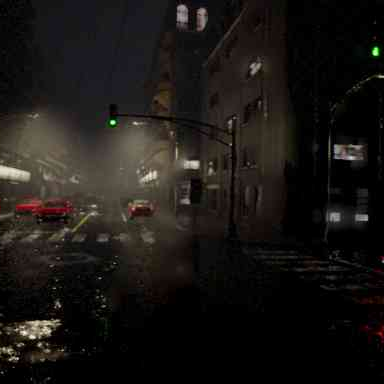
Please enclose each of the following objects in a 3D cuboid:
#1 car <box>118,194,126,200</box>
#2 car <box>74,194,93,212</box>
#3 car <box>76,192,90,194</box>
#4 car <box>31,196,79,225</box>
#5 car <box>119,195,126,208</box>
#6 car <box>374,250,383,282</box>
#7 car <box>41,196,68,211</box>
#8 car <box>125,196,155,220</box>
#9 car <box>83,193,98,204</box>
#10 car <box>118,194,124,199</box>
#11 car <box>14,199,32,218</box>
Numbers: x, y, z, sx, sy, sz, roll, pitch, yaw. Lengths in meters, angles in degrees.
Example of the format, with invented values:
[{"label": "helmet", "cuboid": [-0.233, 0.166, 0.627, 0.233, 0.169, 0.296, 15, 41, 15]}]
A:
[{"label": "car", "cuboid": [-18.604, 1.244, 88.126, 1.887, 1.381, 4.507, 2, 0, -13]}, {"label": "car", "cuboid": [-12.285, 1.305, 36.026, 2.033, 1.411, 5.357, 1, 0, -13]}, {"label": "car", "cuboid": [-21.560, 0.899, 64.150, 2.192, 1.841, 5.009, 2, 0, -13]}, {"label": "car", "cuboid": [-9.107, 1.292, 22.530, 1.882, 1.535, 5.008, 1, 0, -13]}, {"label": "car", "cuboid": [-8.220, 1.429, 44.015, 1.947, 1.339, 4.313, 2, 0, -13]}, {"label": "car", "cuboid": [7.132, 1.918, 8.491, 4.892, 1.490, 1.837, 2, -1, -14]}, {"label": "car", "cuboid": [-15.076, 1.244, 36.580, 2.008, 1.369, 4.403, 2, 0, -13]}, {"label": "car", "cuboid": [-4.215, 1.375, 27.503, 1.967, 1.590, 4.097, 2, 0, -13]}, {"label": "car", "cuboid": [-16.949, 1.246, 56.232, 1.994, 1.385, 4.181, 1, 0, -13]}, {"label": "car", "cuboid": [-10.816, 1.364, 55.043, 1.887, 1.381, 4.507, 2, 0, -13]}, {"label": "car", "cuboid": [-12.850, 1.277, 26.725, 1.887, 1.381, 4.507, 2, 0, -13]}]
